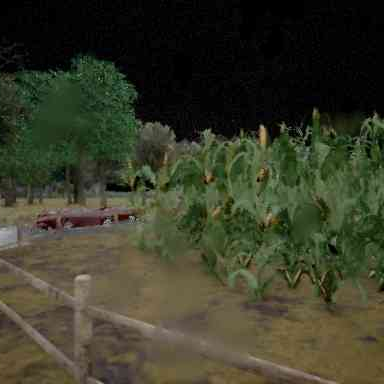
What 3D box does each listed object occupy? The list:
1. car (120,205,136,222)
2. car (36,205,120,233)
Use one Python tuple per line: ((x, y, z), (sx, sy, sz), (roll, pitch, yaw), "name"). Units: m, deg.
((-6.825, 1.831, 27.935), (1.882, 1.535, 5.008), (-2, -2, 36), "car")
((-7.215, 1.659, 21.045), (1.882, 1.535, 5.008), (-2, -2, 33), "car")
